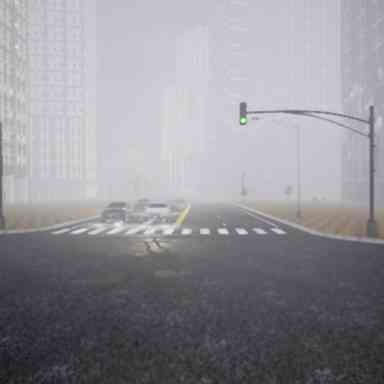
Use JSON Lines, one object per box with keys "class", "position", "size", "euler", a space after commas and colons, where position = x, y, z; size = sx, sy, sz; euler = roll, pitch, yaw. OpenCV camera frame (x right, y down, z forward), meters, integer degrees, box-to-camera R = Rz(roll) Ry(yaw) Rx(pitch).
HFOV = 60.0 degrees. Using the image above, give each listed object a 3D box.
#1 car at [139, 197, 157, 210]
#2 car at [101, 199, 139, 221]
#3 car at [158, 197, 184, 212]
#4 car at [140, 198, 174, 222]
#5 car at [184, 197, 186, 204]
{"class": "car", "position": [-5.617, 1.470, 39.068], "size": [1.837, 1.490, 4.892], "euler": [0, 0, 1]}
{"class": "car", "position": [-5.912, 1.498, 26.886], "size": [1.837, 1.490, 4.892], "euler": [0, 0, 1]}
{"class": "car", "position": [-2.375, 1.496, 38.755], "size": [2.033, 1.411, 5.357], "euler": [0, 0, 2]}
{"class": "car", "position": [-2.675, 1.504, 26.437], "size": [1.812, 1.442, 4.674], "euler": [0, 0, 0]}
{"class": "car", "position": [-2.043, 1.497, 58.706], "size": [1.895, 1.301, 4.718], "euler": [0, 0, 0]}
